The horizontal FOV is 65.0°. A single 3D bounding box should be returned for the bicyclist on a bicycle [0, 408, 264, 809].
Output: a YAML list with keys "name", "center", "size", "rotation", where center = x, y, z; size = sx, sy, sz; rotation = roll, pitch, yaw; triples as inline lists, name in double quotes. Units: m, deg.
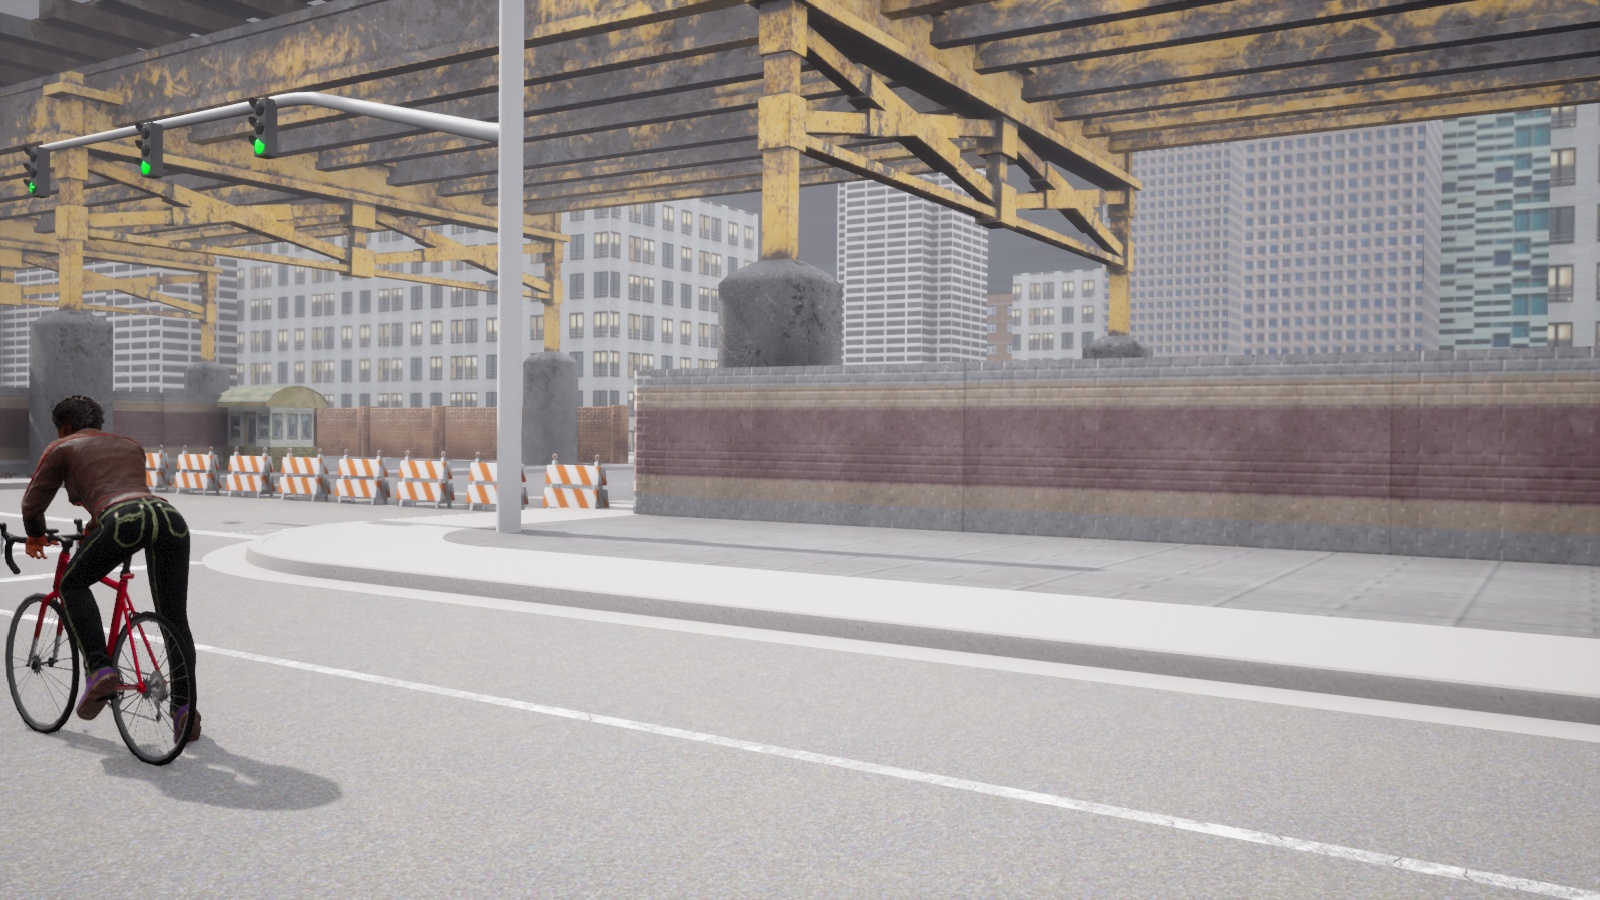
- name: "bicyclist on a bicycle"
  center: [-3.229, 0.634, 5.765]
  size: [1.656, 1.620, 0.582]
  rotation: [0, 1, 34]
